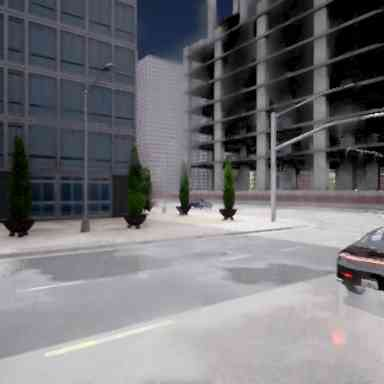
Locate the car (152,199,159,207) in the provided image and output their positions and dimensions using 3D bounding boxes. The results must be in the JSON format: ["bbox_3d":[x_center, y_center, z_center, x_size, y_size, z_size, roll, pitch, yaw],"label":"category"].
[{"bbox_3d":[-7.014,1.443,51.675,2.097,1.767,4.553,0,0,-36],"label":"car"}]

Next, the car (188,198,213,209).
[{"bbox_3d":[0.945,1.622,46.659,1.812,1.442,4.674,0,0,-36],"label":"car"}]

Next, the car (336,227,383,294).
[{"bbox_3d":[5.272,1.505,7.617,4.902,1.511,2.128,0,0,-36],"label":"car"}]
